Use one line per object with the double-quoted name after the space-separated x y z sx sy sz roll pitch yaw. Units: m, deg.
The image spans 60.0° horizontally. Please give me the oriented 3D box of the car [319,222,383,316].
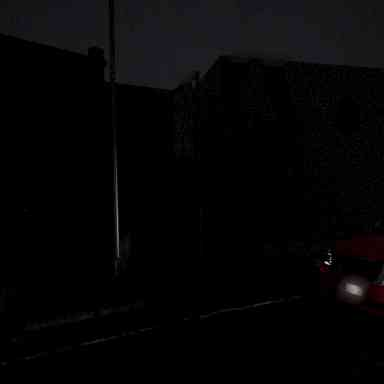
5.136 1.207 6.429 5.566 2.045 2.150 0 0 -23 "car"
